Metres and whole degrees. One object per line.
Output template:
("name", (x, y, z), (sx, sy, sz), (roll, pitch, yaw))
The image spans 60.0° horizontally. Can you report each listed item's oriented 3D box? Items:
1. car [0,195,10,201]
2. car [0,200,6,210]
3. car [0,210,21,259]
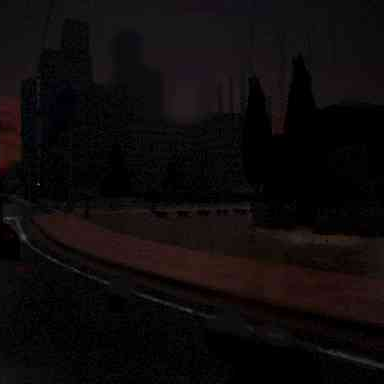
("car", (-43.674, 1.352, 77.401), (1.882, 1.535, 5.008), (0, 0, -29))
("car", (-14.719, 1.561, 24.250), (2.033, 1.411, 5.357), (0, 0, -29))
("car", (-7.421, 1.570, 11.810), (1.994, 1.385, 4.181), (0, 0, -36))
